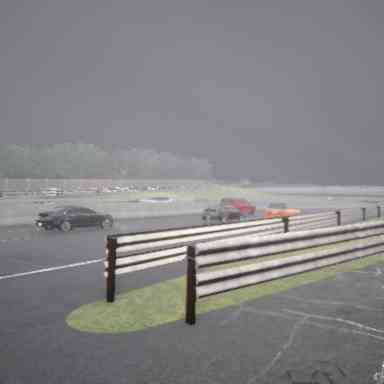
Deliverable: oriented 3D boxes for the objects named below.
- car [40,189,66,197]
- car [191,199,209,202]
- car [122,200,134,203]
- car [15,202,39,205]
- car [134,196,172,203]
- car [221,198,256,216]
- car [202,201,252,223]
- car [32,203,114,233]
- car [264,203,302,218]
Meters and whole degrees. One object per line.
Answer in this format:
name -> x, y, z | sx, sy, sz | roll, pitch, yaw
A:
car -> -25.731, 0.200, 61.486 | 1.895, 1.301, 4.718 | 1, 2, 24
car -> 0.915, 1.816, 49.399 | 2.097, 1.767, 4.553 | 1, -1, 37
car -> -8.733, 1.806, 48.088 | 2.033, 1.411, 5.357 | 1, -1, 37
car -> -14.237, 1.568, 28.910 | 2.033, 1.411, 5.357 | 1, -1, 37
car -> -5.075, 1.546, 47.184 | 2.150, 2.045, 5.566 | 1, -1, 37
car -> 5.121, 1.663, 37.159 | 2.150, 2.045, 5.566 | 1, -1, 36
car -> 2.726, 1.822, 27.983 | 2.128, 1.511, 4.902 | 1, 0, 36
car -> -7.067, 1.602, 20.617 | 1.837, 1.490, 4.892 | 1, -1, 37
car -> 8.236, 1.797, 29.727 | 2.097, 1.767, 4.553 | 1, -1, 36
